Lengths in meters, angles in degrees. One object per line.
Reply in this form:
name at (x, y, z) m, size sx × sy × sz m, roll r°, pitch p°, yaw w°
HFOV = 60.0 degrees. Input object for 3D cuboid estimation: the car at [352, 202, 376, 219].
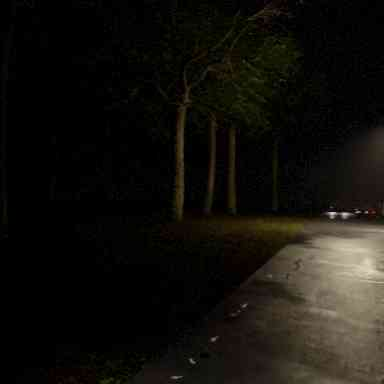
car at (18.638, 2.101, 35.763) m, size 2.033 × 1.411 × 5.357 m, roll 1°, pitch 0°, yaw 25°

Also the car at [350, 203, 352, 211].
car at (25.942, 2.254, 52.055) m, size 1.994 × 1.385 × 4.181 m, roll 1°, pitch 0°, yaw 24°

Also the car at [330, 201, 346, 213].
car at (20.957, 2.088, 47.684) m, size 1.882 × 1.535 × 5.008 m, roll 1°, pitch 0°, yaw 24°
